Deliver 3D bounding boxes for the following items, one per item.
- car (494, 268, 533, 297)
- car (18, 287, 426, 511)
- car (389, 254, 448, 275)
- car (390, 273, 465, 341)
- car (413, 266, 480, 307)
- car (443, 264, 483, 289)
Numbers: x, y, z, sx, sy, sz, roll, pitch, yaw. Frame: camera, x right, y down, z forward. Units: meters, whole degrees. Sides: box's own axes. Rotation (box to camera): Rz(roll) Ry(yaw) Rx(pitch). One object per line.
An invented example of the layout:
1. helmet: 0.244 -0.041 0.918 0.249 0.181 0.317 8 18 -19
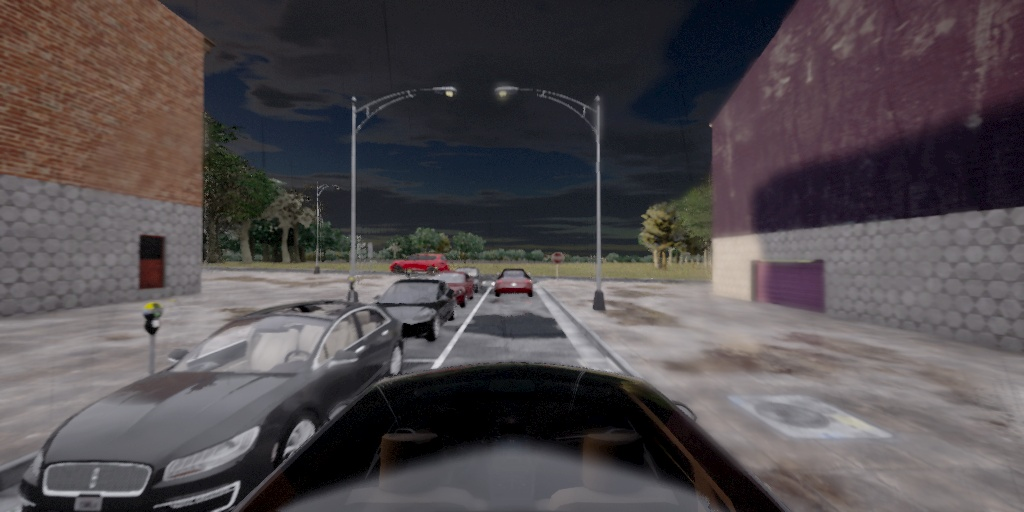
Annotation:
1. car: 0.096 1.342 19.252 1.994 1.385 4.181 0 0 0
2. car: -2.636 1.304 4.412 2.007 1.370 4.403 0 0 0
3. car: -8.840 0.827 34.412 5.566 2.045 2.150 1 -1 7
4. car: -2.636 1.328 9.952 1.948 1.339 4.313 0 0 0
5. car: -2.635 1.317 15.493 1.888 1.381 4.507 0 0 0
6. car: -2.635 1.332 21.034 2.007 1.370 4.403 0 0 0
